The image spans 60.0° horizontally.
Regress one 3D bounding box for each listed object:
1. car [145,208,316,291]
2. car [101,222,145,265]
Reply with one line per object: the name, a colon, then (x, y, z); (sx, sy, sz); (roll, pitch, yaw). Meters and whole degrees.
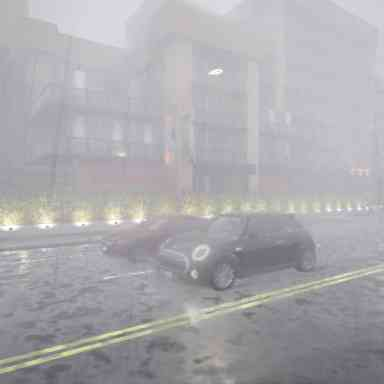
car: (1.295, 1.352, 9.116); (4.553, 1.767, 2.097); (0, 0, -35)
car: (-0.858, 1.526, 11.877); (4.674, 1.442, 1.812); (0, 0, -35)
